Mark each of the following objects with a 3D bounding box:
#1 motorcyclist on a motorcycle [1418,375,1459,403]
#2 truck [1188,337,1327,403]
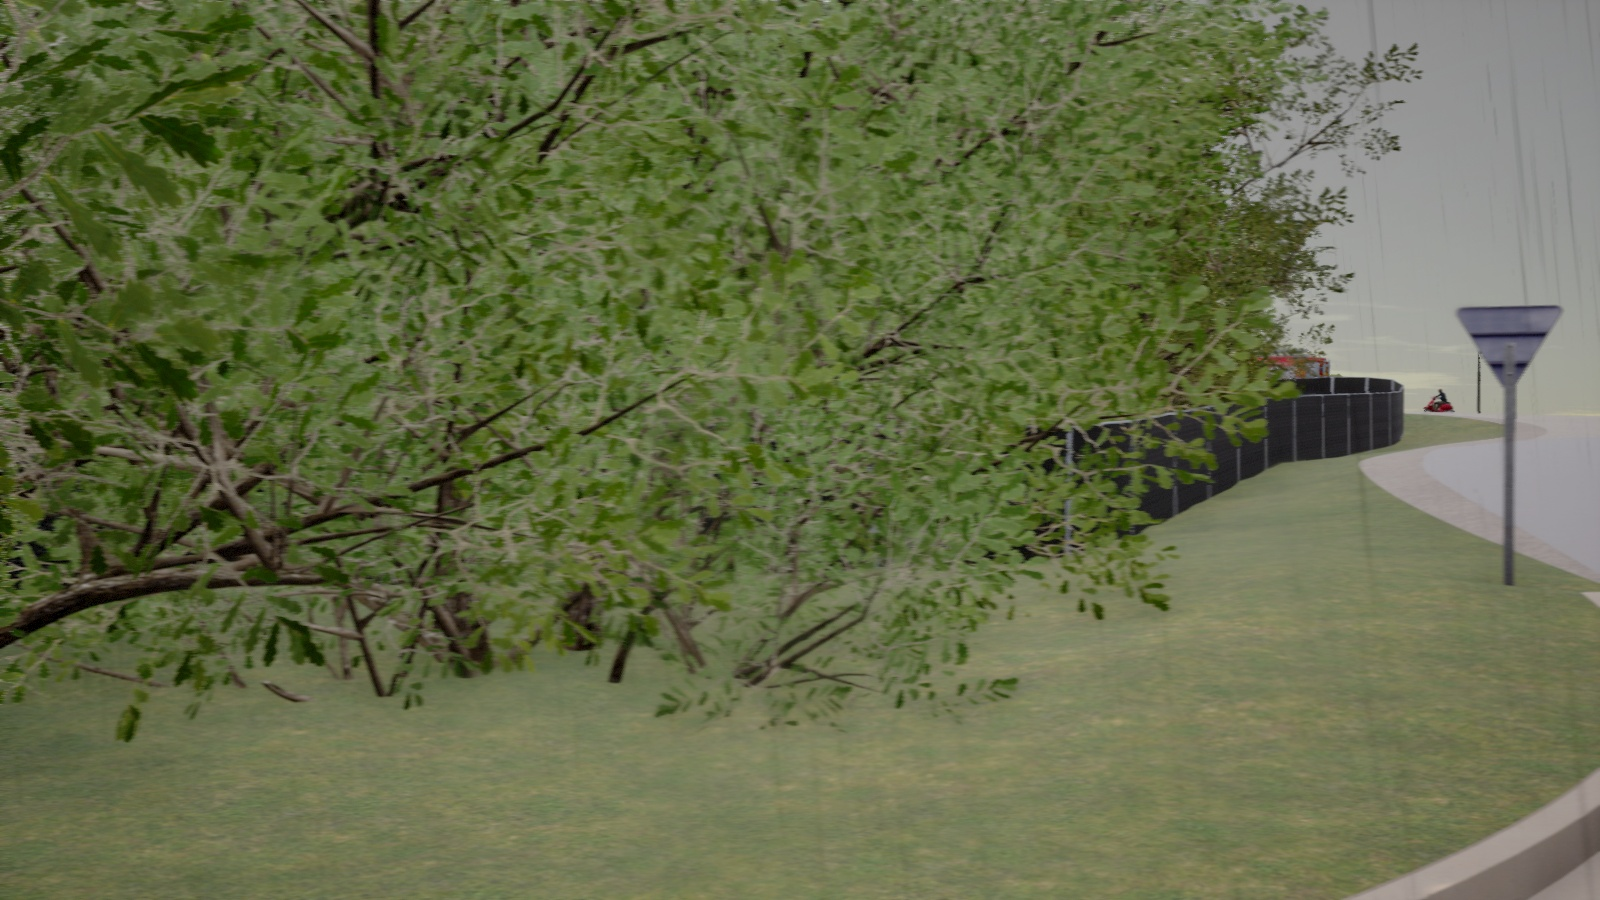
[{"bbox_3d":[36.506,-3.506,71.846,1.817,1.590,0.866,0,4,-2],"label":"motorcyclist on a motorcycle"},{"bbox_3d":[28.477,-4.889,78.709,2.891,3.827,8.468,-1,2,-27],"label":"truck"}]
